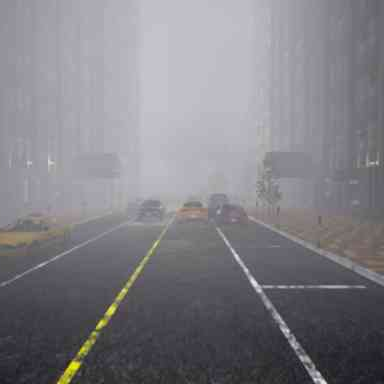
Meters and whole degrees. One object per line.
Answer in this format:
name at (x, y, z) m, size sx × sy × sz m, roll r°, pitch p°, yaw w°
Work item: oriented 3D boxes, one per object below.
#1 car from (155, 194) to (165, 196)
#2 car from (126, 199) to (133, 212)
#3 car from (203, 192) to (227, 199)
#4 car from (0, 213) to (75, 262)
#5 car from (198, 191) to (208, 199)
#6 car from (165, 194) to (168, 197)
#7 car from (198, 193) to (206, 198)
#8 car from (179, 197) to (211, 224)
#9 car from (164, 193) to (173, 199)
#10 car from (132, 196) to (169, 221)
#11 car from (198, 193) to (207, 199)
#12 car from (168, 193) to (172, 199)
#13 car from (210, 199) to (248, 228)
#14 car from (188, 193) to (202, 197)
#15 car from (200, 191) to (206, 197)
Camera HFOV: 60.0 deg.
car at (-5.701, 1.221, 51.719) m, size 1.947 × 1.339 × 4.313 m, roll -1°, pitch 0°, yaw 0°
car at (-5.702, 1.327, 34.697) m, size 2.008 × 1.369 × 4.403 m, roll -1°, pitch 0°, yaw 0°
car at (2.675, 1.092, 34.638) m, size 2.192 × 1.841 × 5.009 m, roll -1°, pitch 0°, yaw 0°
car at (-5.687, 1.450, 11.831) m, size 1.752 × 1.417 × 4.829 m, roll -1°, pitch 0°, yaw 0°
car at (2.676, 0.748, 80.035) m, size 2.192 × 1.841 × 5.009 m, roll -1°, pitch 0°, yaw 0°
car at (-5.701, 1.177, 57.393) m, size 1.947 × 1.339 × 4.313 m, roll -1°, pitch 0°, yaw 0°
car at (2.680, 0.882, 91.388) m, size 1.887 × 1.381 × 4.507 m, roll -1°, pitch 0°, yaw 0°
car at (0.087, 1.329, 23.232) m, size 1.882 × 1.535 × 5.008 m, roll 0°, pitch 0°, yaw 0°
car at (-5.700, 1.014, 80.091) m, size 1.802 × 1.307 × 4.206 m, roll -1°, pitch 0°, yaw 0°
car at (-3.095, 1.340, 25.821) m, size 1.837 × 1.490 × 4.892 m, roll 0°, pitch 0°, yaw 0°
car at (2.680, 0.951, 85.711) m, size 1.947 × 1.339 × 4.313 m, roll -1°, pitch 0°, yaw 0°
car at (-5.701, 1.050, 68.571) m, size 1.752 × 1.417 × 4.829 m, roll -1°, pitch 0°, yaw 0°
car at (2.353, 1.391, 21.073) m, size 1.812 × 1.442 × 4.674 m, roll 0°, pitch 0°, yaw 0°
car at (0.100, 1.199, 46.275) m, size 1.837 × 1.490 × 4.892 m, roll 0°, pitch 0°, yaw 0°
car at (2.679, 1.092, 63.183) m, size 1.752 × 1.417 × 4.829 m, roll -1°, pitch 0°, yaw 0°
